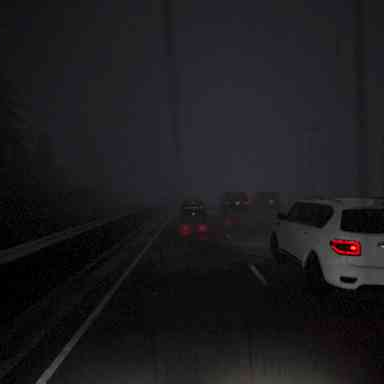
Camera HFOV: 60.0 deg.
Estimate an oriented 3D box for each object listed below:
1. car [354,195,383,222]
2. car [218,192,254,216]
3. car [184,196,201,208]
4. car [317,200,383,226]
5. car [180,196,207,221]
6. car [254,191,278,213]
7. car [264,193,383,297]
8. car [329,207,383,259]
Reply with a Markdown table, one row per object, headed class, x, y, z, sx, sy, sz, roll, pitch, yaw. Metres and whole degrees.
| class | x | y | z | sx | sy | sz | roll | pitch | yaw |
| --- | --- | --- | --- | --- | --- | --- | --- | --- | --- |
| car | 14.100 | 1.149 | 24.509 | 2.097 | 1.767 | 4.553 | 0 | 0 | 0 |
| car | 3.590 | 0.982 | 29.095 | 2.150 | 2.045 | 5.566 | 0 | 0 | 0 |
| car | 0.102 | 1.225 | 41.284 | 1.994 | 1.385 | 4.181 | 0 | 1 | 0 |
| car | 10.602 | 1.359 | 22.841 | 2.033 | 1.411 | 5.357 | 0 | 0 | 0 |
| car | 0.101 | 1.283 | 25.057 | 2.128 | 1.511 | 4.902 | 0 | 0 | 0 |
| car | 7.102 | 0.954 | 32.446 | 2.150 | 2.045 | 5.566 | 0 | 0 | 0 |
| car | 3.601 | 1.150 | 8.530 | 2.150 | 2.045 | 5.566 | 0 | 0 | 0 |
| car | 7.101 | 1.420 | 12.718 | 1.812 | 1.442 | 4.674 | 0 | 0 | 0 |
